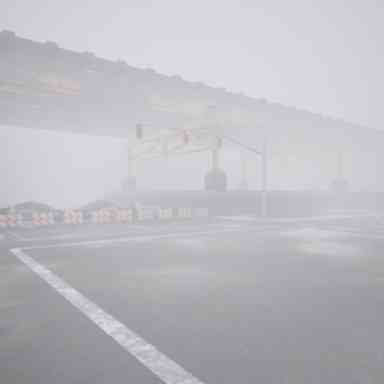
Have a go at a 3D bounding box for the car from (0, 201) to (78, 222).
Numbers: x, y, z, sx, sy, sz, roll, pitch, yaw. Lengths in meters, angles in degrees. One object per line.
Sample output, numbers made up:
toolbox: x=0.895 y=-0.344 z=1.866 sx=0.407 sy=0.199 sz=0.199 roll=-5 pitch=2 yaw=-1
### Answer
car: x=-11.266 y=1.463 z=24.003 sx=4.974 sy=1.542 sz=2.038 roll=0 pitch=0 yaw=8

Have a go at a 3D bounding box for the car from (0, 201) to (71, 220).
car: x=-11.318 y=1.305 z=24.010 sx=4.536 sy=1.218 sz=1.853 roll=0 pitch=0 yaw=8

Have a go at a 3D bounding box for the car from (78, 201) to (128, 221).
car: x=-7.521 y=1.472 z=26.688 sx=2.038 sy=1.542 sz=4.974 roll=0 pitch=0 yaw=18

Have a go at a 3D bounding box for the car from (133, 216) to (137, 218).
car: x=-3.611 y=1.482 z=30.448 sx=4.974 sy=1.542 sz=2.038 roll=0 pitch=0 yaw=-7

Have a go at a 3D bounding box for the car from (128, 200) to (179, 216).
car: x=-3.662 y=1.324 z=30.441 sx=4.536 sy=1.218 sz=1.853 roll=0 pitch=0 yaw=-7

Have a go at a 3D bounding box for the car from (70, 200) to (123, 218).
car: x=-7.505 y=1.314 z=26.738 sx=1.853 sy=1.218 sz=4.536 roll=0 pitch=0 yaw=18
